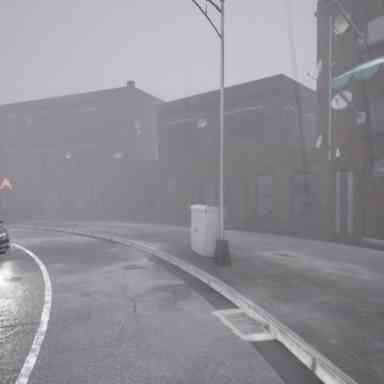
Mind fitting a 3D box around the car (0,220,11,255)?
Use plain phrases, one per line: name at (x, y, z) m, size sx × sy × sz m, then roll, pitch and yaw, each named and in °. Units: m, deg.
car at (-7.929, 1.369, 11.647) m, size 2.128 × 1.511 × 4.902 m, roll 0°, pitch 0°, yaw -45°
